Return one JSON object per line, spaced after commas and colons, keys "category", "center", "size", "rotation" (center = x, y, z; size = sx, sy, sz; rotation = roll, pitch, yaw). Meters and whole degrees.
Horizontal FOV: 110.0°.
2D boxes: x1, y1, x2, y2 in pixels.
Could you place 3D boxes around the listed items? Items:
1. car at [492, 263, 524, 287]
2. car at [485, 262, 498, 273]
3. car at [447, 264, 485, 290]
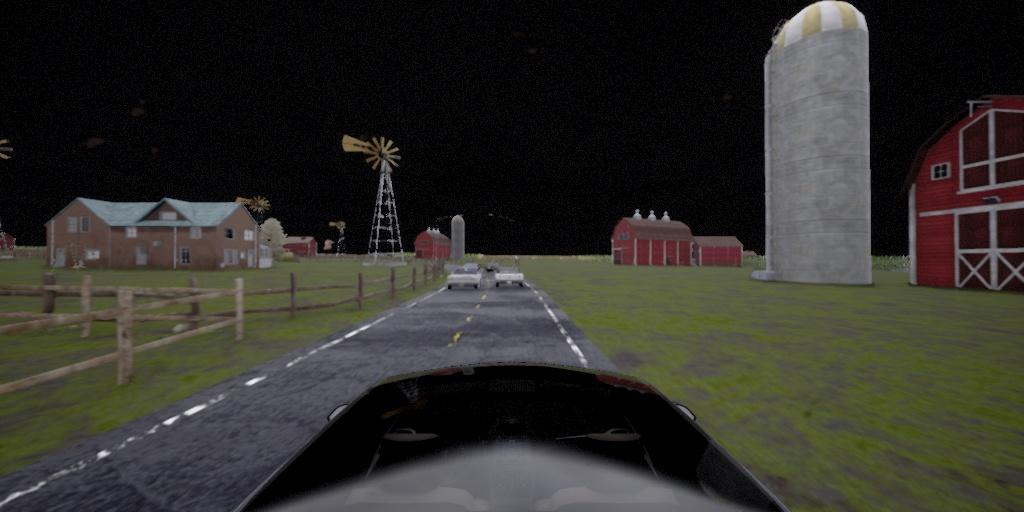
{"category": "car", "center": [-0.277, 1.384, 25.047], "size": [1.895, 1.301, 4.718], "rotation": [0, 0, -3]}
{"category": "car", "center": [-2.441, 1.396, 43.229], "size": [1.895, 1.301, 4.718], "rotation": [0, 0, -10]}
{"category": "car", "center": [-2.972, 1.381, 23.124], "size": [1.895, 1.301, 4.718], "rotation": [0, 0, -1]}
